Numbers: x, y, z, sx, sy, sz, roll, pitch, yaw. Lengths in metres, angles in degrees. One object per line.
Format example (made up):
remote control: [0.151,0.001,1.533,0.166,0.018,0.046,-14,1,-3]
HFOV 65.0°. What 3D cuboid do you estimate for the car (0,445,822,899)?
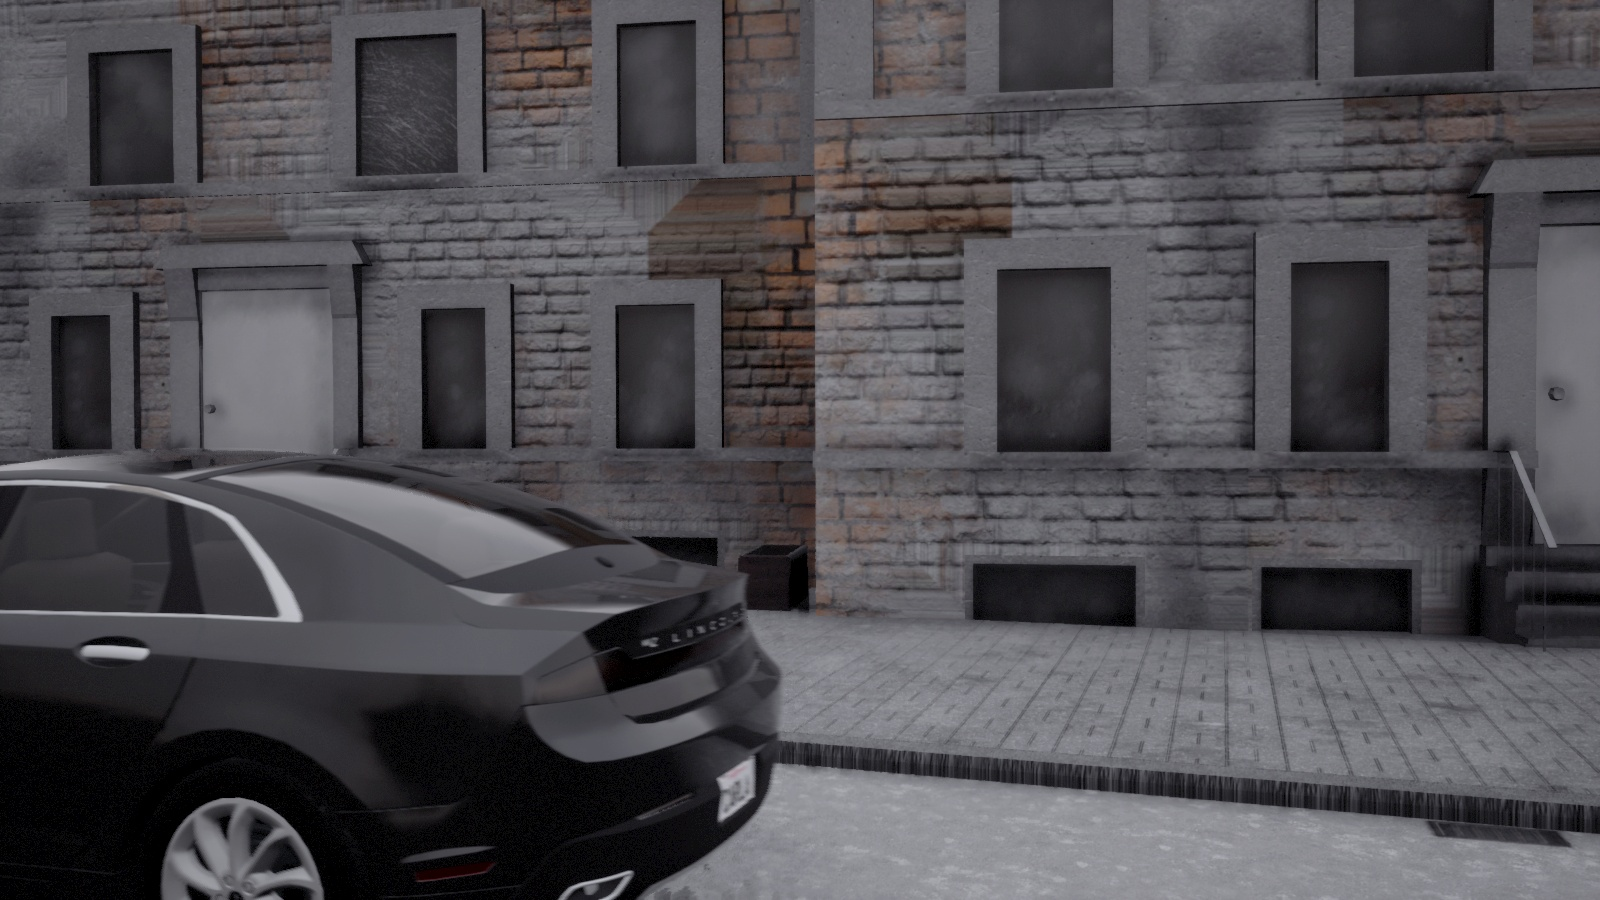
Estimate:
car: [-2.533,0.749,4.572,4.892,1.490,1.837,1,1,19]
